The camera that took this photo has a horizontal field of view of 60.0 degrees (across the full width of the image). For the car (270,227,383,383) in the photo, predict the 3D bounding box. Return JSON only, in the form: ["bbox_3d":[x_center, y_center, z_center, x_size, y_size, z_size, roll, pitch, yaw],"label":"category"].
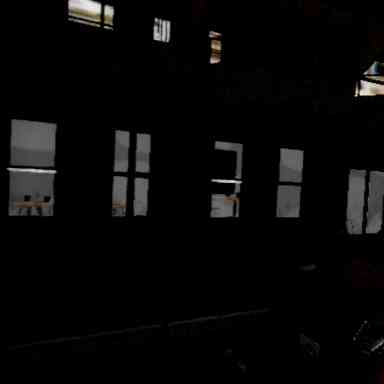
[{"bbox_3d":[3.497,1.272,4.328,5.009,1.841,2.192,1,3,-24],"label":"car"}]
